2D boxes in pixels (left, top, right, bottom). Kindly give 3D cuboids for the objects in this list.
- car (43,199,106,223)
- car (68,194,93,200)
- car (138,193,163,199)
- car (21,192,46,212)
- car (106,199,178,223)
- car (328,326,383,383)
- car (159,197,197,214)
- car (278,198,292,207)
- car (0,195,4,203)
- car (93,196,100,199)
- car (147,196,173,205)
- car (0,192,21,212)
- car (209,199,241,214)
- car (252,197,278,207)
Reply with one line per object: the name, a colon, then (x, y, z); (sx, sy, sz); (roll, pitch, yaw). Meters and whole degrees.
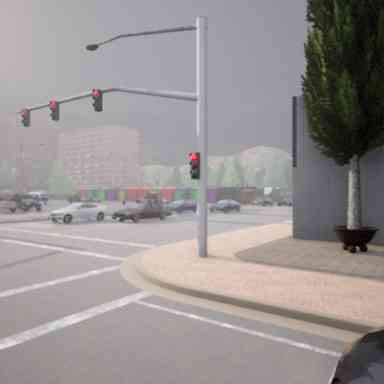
car: (-8.624, 1.535, 25.596); (1.812, 1.442, 4.674); (0, 0, 38)
car: (-21.330, 1.176, 62.657); (4.605, 1.855, 1.932); (0, 0, 35)
car: (-7.003, 1.171, 52.573); (3.866, 1.878, 1.905); (0, 0, 35)
car: (-18.286, 1.171, 36.518); (3.866, 1.878, 1.905); (0, 0, 35)
car: (-3.786, 1.555, 26.333); (2.033, 1.411, 5.357); (0, 0, 36)
car: (3.286, 1.491, 1.623); (4.902, 1.511, 2.128); (0, 0, 36)
car: (-1.080, 1.535, 35.841); (1.812, 1.442, 4.674); (0, 0, 36)
car: (15.015, 1.558, 51.451); (2.033, 1.411, 5.357); (0, 0, 37)
car: (-38.342, 1.393, 64.584); (3.905, 1.438, 1.784); (0, 0, 35)
car: (-19.607, 1.386, 64.987); (3.905, 1.438, 1.784); (0, 0, 35)
car: (-5.324, 1.411, 54.932); (3.806, 1.475, 1.970); (0, 0, 35)
car: (-20.000, 1.169, 34.184); (4.605, 1.855, 1.932); (0, 0, 35)
car: (3.721, 1.534, 36.430); (1.812, 1.442, 4.674); (0, 0, 36)
car: (11.010, 1.502, 51.970); (2.128, 1.511, 4.902); (0, 0, 37)
